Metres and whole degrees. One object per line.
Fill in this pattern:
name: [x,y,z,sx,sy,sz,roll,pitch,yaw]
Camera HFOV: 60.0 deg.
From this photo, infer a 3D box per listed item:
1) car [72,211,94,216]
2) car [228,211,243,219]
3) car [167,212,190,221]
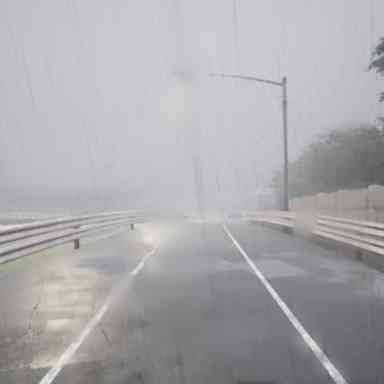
car: [-14.637,3.519,47.418,5.008,1.535,1.882,4,-5,-41]
car: [10.315,5.460,78.939,2.150,2.045,5.566,-2,-4,27]
car: [-2.450,4.423,59.890,1.837,1.490,4.892,-2,-5,39]
